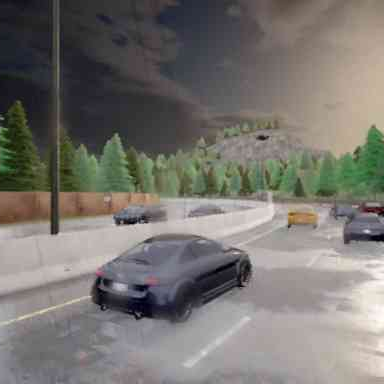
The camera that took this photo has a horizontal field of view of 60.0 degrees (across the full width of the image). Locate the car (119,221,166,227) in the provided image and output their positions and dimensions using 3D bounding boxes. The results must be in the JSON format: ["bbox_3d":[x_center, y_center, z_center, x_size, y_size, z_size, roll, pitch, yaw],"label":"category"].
[{"bbox_3d":[-3.544,1.727,23.944,1.882,1.535,5.008,0,0,24],"label":"car"}]

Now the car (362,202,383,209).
[{"bbox_3d":[18.885,1.844,35.319,1.882,1.535,5.008,0,0,14],"label":"car"}]

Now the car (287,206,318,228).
[{"bbox_3d":[8.144,1.731,24.380,1.882,1.535,5.008,0,-1,21],"label":"car"}]

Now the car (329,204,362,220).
[{"bbox_3d":[14.442,1.880,32.063,2.033,1.411,5.357,0,-1,15],"label":"car"}]

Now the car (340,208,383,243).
[{"bbox_3d":[8.615,1.735,16.588,1.994,1.385,4.181,0,-1,25],"label":"car"}]

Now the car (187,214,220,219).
[{"bbox_3d":[1.153,1.778,26.115,1.837,1.490,4.892,0,-1,21],"label":"car"}]

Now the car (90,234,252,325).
[{"bbox_3d":[-0.198,1.643,7.503,1.994,1.385,4.181,0,-1,32],"label":"car"}]
